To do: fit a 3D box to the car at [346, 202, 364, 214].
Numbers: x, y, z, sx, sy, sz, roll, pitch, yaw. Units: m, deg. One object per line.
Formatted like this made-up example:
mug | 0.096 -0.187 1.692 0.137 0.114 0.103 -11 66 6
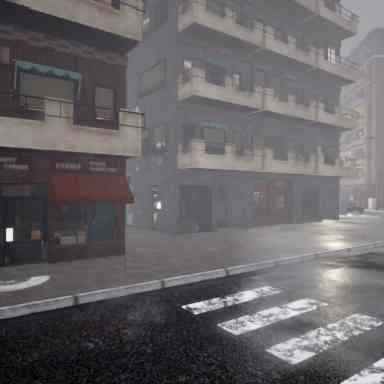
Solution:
car | 18.028 1.790 38.298 1.895 1.301 4.718 0 0 5
